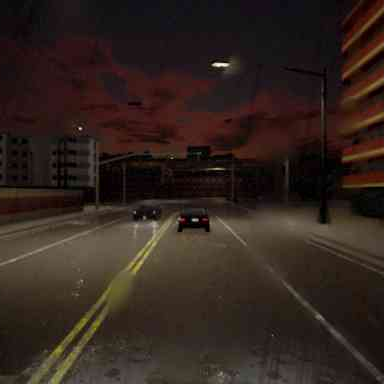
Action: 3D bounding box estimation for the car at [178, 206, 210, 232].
[{"bbox_3d":[0.105,1.556,20.375,2.033,1.411,5.357,0,0,0],"label":"car"}]

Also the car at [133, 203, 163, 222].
[{"bbox_3d":[-3.517,1.613,26.961,1.895,1.301,4.718,0,0,1],"label":"car"}]
